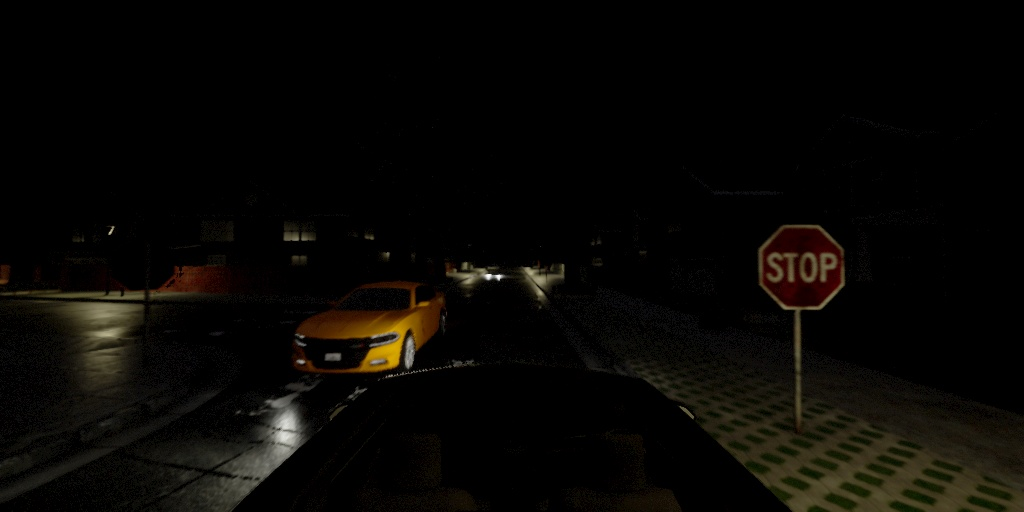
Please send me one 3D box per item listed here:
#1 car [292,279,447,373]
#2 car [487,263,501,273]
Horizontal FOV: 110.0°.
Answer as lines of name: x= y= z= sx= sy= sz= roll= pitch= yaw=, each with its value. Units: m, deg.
car: x=-2.739 y=1.312 z=8.002 sx=1.882 sy=1.535 sz=5.008 roll=0 pitch=-1 yaw=0
car: x=-2.602 y=1.748 z=52.742 sx=1.895 sy=1.301 sz=4.718 roll=0 pitch=0 yaw=0
